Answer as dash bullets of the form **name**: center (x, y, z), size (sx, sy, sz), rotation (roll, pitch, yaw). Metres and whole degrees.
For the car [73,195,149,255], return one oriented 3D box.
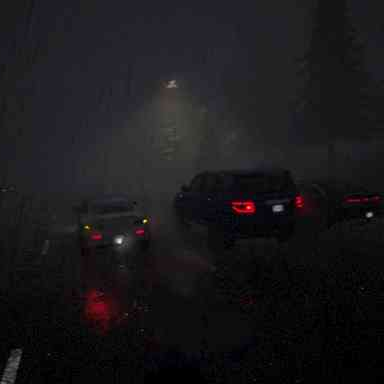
- **car**: center (-2.590, 0.812, 10.273), size (1.812, 1.442, 4.674), rotation (-5, 5, -20)

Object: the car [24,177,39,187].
- **car**: center (-26.933, -1.395, 54.920), size (1.895, 1.301, 4.718), rotation (-5, 5, -20)

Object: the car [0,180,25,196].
- **car**: center (-20.031, -0.314, 36.299), size (1.994, 1.385, 4.181), rotation (-4, 5, -19)

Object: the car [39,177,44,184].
- **car**: center (-33.658, -2.560, 72.746), size (1.837, 1.490, 4.892), rotation (-5, 5, -20)

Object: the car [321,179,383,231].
- **car**: center (4.273, 0.305, 11.857), size (2.128, 1.511, 4.902), rotation (-5, 5, -20)

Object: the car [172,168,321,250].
- **car**: center (1.087, 0.314, 10.360), size (2.150, 2.045, 5.566), rotation (-5, 5, -20)
